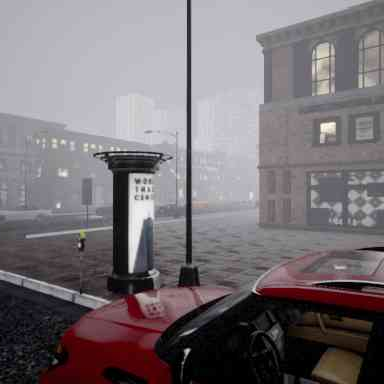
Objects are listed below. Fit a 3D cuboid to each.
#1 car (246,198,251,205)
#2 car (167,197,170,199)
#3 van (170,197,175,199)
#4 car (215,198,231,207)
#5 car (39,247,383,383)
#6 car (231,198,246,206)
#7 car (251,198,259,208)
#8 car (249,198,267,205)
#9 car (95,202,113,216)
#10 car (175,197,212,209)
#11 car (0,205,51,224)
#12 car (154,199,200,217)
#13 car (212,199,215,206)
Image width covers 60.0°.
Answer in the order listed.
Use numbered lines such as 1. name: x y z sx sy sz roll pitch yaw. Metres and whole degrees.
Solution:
1. car: 10.640 1.846 64.755 2.008 1.369 4.403 0 -1 35
2. car: -5.344 1.674 42.010 1.752 1.417 4.829 0 0 35
3. van: -2.070 1.518 46.672 1.690 1.788 3.998 0 0 35
4. car: 4.187 1.759 55.574 1.752 1.417 4.829 0 -1 35
5. car: 1.156 1.315 2.051 5.009 1.841 2.192 0 0 36
6. car: 7.463 1.815 60.234 2.008 1.369 4.403 0 -1 35
7. car: 11.142 1.676 50.896 1.967 1.590 4.097 0 -1 35
8. car: 13.817 1.876 69.277 2.008 1.369 4.403 0 -1 35
9. car: -7.773 1.676 34.031 1.994 1.385 4.181 0 0 36
10. car: 0.230 1.533 45.402 2.097 1.767 4.553 0 -1 35
11. car: -13.568 1.668 25.799 1.895 1.301 4.718 0 0 35
12. car: -1.524 1.670 32.782 1.887 1.381 4.507 0 0 35
13. car: 1.108 1.756 51.192 2.008 1.369 4.403 0 0 35
